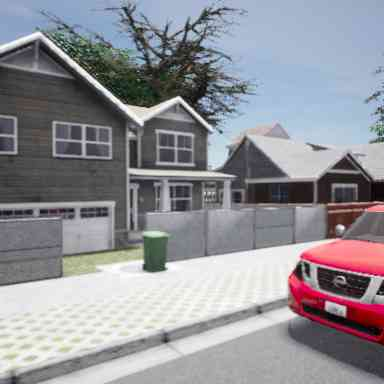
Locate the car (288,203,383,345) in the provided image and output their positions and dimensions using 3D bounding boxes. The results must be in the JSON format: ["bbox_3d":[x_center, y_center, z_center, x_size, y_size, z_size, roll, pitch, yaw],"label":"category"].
[{"bbox_3d":[4.195,1.216,6.051,5.566,2.045,2.150,0,0,-35],"label":"car"}]
